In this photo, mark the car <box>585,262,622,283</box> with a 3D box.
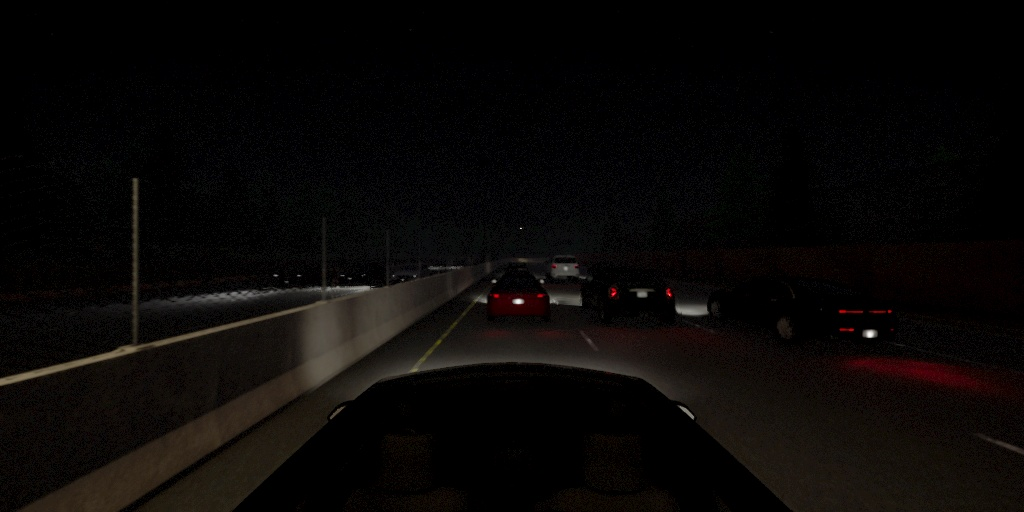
[{"bbox_3d":[7.429,1.255,29.496,1.837,1.490,4.892,0,0,1],"label":"car"}]

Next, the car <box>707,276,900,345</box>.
[{"bbox_3d":[7.174,1.275,9.571,1.837,1.490,4.892,0,1,1],"label":"car"}]

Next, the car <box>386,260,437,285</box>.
[{"bbox_3d":[-6.828,1.231,24.933,1.812,1.442,4.674,0,0,1],"label":"car"}]

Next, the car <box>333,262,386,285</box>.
[{"bbox_3d":[-10.323,1.197,25.321,1.837,1.490,4.892,0,0,1],"label":"car"}]

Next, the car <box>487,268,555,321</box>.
[{"bbox_3d":[0.211,1.305,12.494,1.994,1.385,4.181,0,0,1],"label":"car"}]

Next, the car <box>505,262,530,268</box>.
[{"bbox_3d":[0.428,1.218,29.480,2.128,1.511,4.902,0,0,1],"label":"car"}]

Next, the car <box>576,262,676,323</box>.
[{"bbox_3d":[3.709,1.105,12.266,2.097,1.767,4.553,0,0,1],"label":"car"}]

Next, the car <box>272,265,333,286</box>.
[{"bbox_3d":[-13.837,1.282,24.258,1.895,1.301,4.718,0,0,1],"label":"car"}]

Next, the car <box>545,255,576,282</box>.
[{"bbox_3d":[3.918,0.961,28.552,2.150,2.045,5.566,0,0,1],"label":"car"}]
